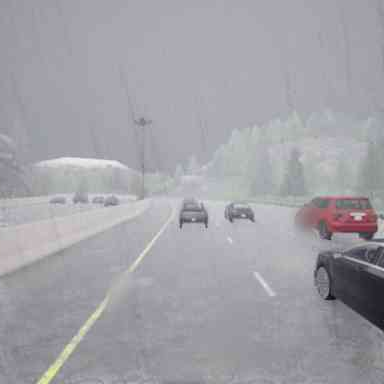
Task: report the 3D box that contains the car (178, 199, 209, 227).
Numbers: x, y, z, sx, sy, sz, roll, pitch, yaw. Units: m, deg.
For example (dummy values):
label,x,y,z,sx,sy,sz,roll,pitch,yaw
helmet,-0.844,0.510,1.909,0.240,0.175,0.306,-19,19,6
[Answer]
label,x,y,z,sx,sy,sz,roll,pitch,yaw
car,0.103,1.458,22.352,2.128,1.511,4.902,0,0,0

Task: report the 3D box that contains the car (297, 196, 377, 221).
label,x,y,z,sx,sy,sz,roll,pitch,yaw
car,7.114,1.196,16.871,2.150,2.045,5.566,0,0,0

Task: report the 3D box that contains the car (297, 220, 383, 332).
label,x,y,z,sx,sy,sz,roll,pitch,yaw
car,3.600,1.483,5.405,2.128,1.511,4.902,0,0,0

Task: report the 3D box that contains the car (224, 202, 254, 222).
label,x,y,z,sx,sy,sz,roll,pitch,yaw
car,3.596,1.487,25.631,1.812,1.442,4.674,0,0,0

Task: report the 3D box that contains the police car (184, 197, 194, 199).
label,x,y,z,sx,sy,sz,roll,pitch,yaw
police car,-0.389,1.442,41.260,2.038,1.542,4.974,0,0,-4
